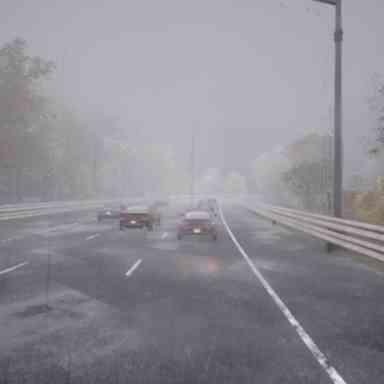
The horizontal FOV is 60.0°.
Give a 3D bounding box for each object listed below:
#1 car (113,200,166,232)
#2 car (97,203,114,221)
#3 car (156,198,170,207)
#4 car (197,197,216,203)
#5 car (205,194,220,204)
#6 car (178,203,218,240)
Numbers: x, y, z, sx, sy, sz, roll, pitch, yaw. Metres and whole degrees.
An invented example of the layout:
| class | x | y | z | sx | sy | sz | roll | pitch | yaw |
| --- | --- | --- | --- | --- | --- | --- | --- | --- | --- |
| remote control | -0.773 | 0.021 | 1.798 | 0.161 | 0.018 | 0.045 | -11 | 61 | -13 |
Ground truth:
| class | x | y | z | sx | sy | sz | roll | pitch | yaw |
| --- | --- | --- | --- | --- | --- | --- | --- | --- | --- |
| car | -3.031 | 1.471 | 20.355 | 1.882 | 1.535 | 5.008 | 0 | 0 | 3 |
| car | -6.185 | 1.547 | 27.065 | 1.994 | 1.385 | 4.181 | 0 | 0 | 3 |
| car | -4.539 | 1.606 | 50.805 | 1.895 | 1.301 | 4.718 | 0 | 0 | 5 |
| car | 1.504 | 1.583 | 38.191 | 1.994 | 1.385 | 4.181 | 0 | 0 | 4 |
| car | 3.831 | 1.530 | 64.455 | 1.882 | 1.535 | 5.008 | 0 | 0 | 6 |
| car | 0.326 | 1.532 | 16.993 | 1.812 | 1.442 | 4.674 | 0 | 0 | 2 |
